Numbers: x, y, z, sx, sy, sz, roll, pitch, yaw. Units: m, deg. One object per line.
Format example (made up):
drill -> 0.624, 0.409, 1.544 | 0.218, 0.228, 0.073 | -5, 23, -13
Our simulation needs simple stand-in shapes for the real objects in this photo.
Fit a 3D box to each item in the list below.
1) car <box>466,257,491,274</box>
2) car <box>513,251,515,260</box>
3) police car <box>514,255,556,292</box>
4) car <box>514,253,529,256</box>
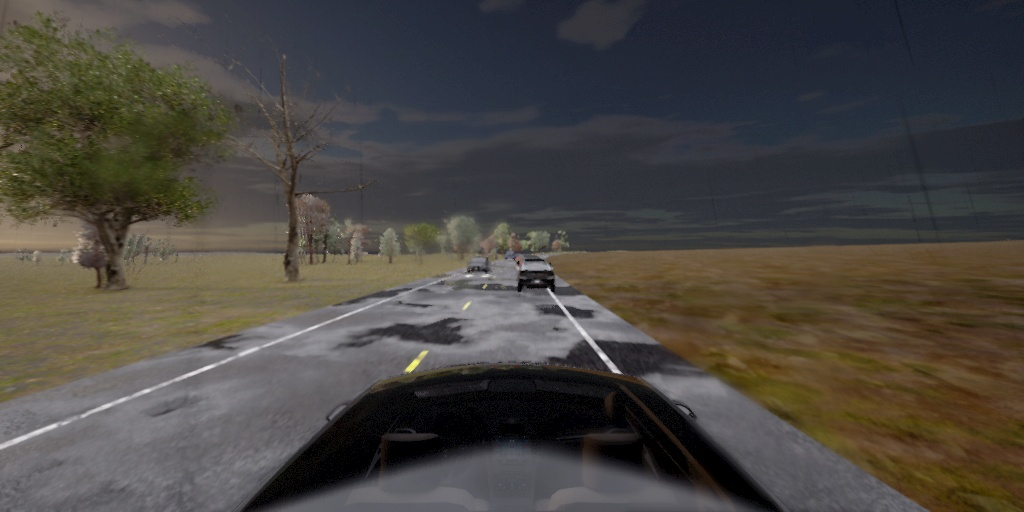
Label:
car -> -2.990, 0.838, 33.128 | 1.837, 1.490, 4.892 | 0, 0, 2
car -> 1.767, 0.377, 56.327 | 2.097, 1.767, 4.553 | 0, 1, 4
police car -> 1.222, 0.946, 19.364 | 1.930, 1.638, 5.238 | 0, 1, 1
car -> 1.483, 0.743, 29.185 | 2.097, 1.767, 4.553 | 0, 1, 2
